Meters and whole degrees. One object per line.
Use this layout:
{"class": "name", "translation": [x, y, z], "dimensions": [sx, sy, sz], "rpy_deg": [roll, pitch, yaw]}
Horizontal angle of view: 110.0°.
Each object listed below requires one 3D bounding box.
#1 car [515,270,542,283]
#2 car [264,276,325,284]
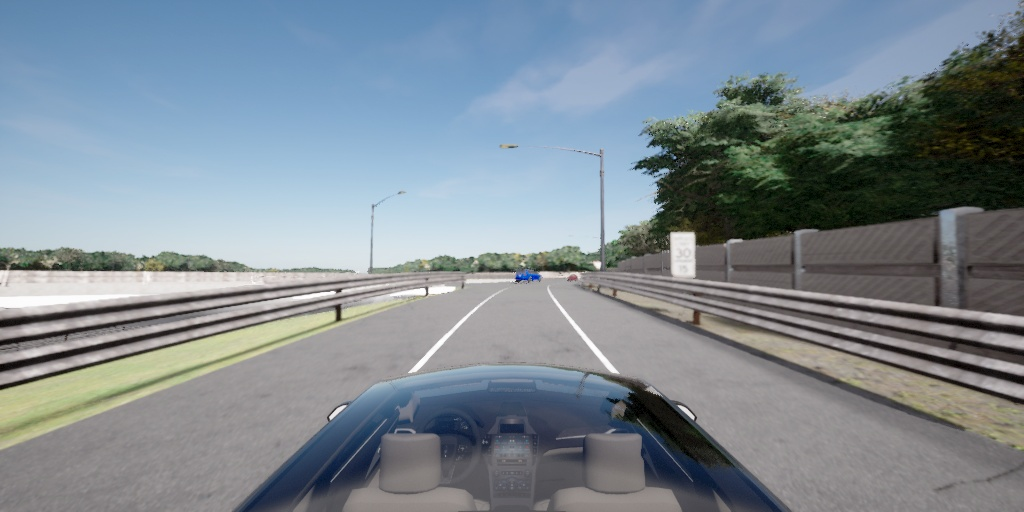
{"class": "car", "translation": [2.530, 3.103, 54.272], "dimensions": [2.150, 2.045, 5.566], "rpy_deg": [-2, -4, 31]}
{"class": "car", "translation": [-17.675, 2.040, 29.774], "dimensions": [4.718, 1.301, 1.895], "rpy_deg": [3, -4, -42]}
